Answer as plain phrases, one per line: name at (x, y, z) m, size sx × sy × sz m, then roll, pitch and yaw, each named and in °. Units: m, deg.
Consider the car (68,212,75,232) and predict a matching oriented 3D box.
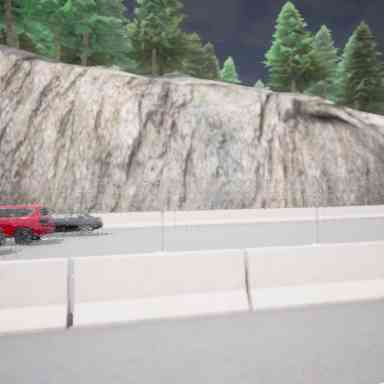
car at (-8.234, 2.064, 21.615) m, size 4.902 × 1.511 × 2.128 m, roll -1°, pitch -1°, yaw -11°
